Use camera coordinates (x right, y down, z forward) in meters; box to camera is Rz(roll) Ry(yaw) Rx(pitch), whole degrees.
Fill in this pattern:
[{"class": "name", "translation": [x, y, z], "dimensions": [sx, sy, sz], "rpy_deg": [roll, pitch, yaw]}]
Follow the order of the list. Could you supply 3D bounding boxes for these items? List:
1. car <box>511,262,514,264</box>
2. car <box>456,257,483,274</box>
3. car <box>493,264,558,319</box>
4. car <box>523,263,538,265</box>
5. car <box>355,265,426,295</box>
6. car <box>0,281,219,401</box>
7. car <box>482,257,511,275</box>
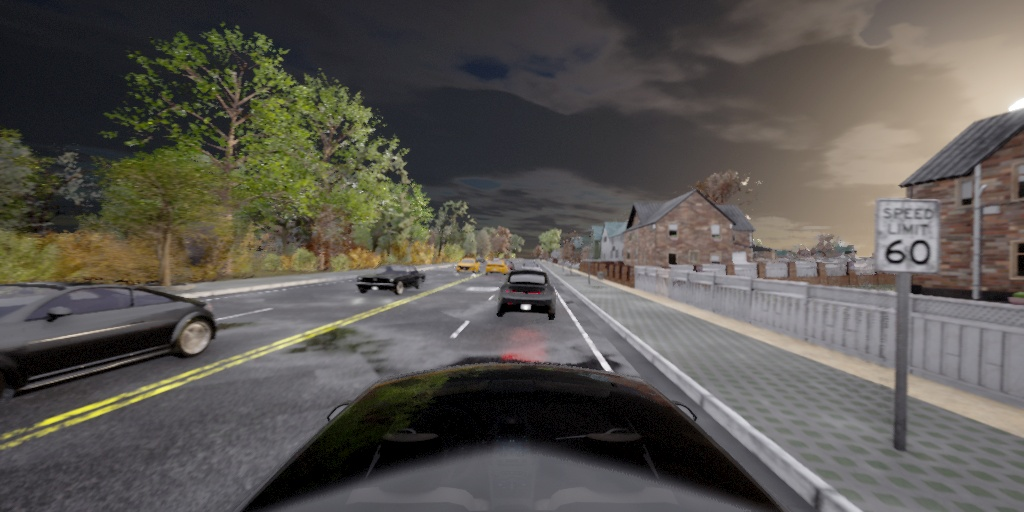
[{"class": "car", "translation": [-0.769, 1.227, 48.485], "dimensions": [1.994, 1.385, 4.181], "rpy_deg": [2, 0, 4]}, {"class": "car", "translation": [-4.619, 1.010, 38.474], "dimensions": [1.882, 1.535, 5.008], "rpy_deg": [2, 0, 4]}, {"class": "car", "translation": [0.563, 1.251, 12.937], "dimensions": [1.837, 1.490, 4.892], "rpy_deg": [2, 0, 3]}, {"class": "car", "translation": [1.942, 1.371, 37.670], "dimensions": [1.895, 1.301, 4.718], "rpy_deg": [2, 0, 3]}, {"class": "car", "translation": [-5.853, 1.109, 17.854], "dimensions": [1.895, 1.301, 4.718], "rpy_deg": [2, 0, 3]}, {"class": "car", "translation": [-6.562, 1.064, 4.978], "dimensions": [1.994, 1.385, 4.181], "rpy_deg": [2, 0, 3]}, {"class": "car", "translation": [-1.450, 1.127, 35.748], "dimensions": [1.882, 1.535, 5.008], "rpy_deg": [2, 0, 4]}]
